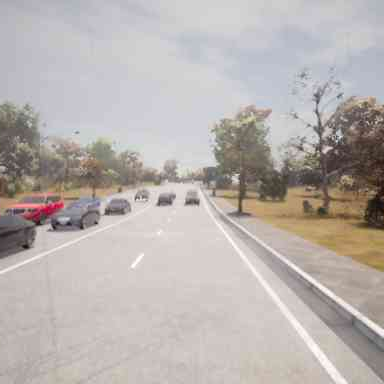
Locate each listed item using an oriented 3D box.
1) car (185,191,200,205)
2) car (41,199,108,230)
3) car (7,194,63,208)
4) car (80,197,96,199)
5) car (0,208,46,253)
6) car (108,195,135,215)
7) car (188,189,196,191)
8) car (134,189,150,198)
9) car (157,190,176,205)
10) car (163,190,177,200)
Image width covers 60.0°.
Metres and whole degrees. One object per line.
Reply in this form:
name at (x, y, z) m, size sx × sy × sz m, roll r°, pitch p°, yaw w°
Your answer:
car at (0.094, 0.929, 43.508) m, size 1.895 × 1.301 × 4.718 m, roll 0°, pitch 3°, yaw 0°
car at (-7.102, 1.419, 20.782) m, size 2.128 × 1.511 × 4.902 m, roll 0°, pitch 0°, yaw 0°
car at (-10.599, 1.141, 22.988) m, size 2.150 × 2.045 × 5.566 m, roll 0°, pitch 0°, yaw -1°
car at (-10.589, 1.272, 33.456) m, size 1.882 × 1.535 × 5.008 m, roll 0°, pitch 2°, yaw 0°
car at (-7.103, 1.485, 11.586) m, size 1.812 × 1.442 × 4.674 m, roll 0°, pitch 0°, yaw 0°
car at (-7.093, 1.331, 32.216) m, size 1.837 × 1.490 × 4.892 m, roll 0°, pitch 2°, yaw 0°
car at (-0.001, 0.309, 53.378) m, size 1.812 × 1.442 × 4.674 m, roll 0°, pitch 3°, yaw 0°
car at (-7.007, 0.339, 47.237) m, size 1.837 × 1.490 × 4.892 m, roll 0°, pitch 3°, yaw 0°
car at (-3.407, 0.861, 42.997) m, size 1.837 × 1.490 × 4.892 m, roll 0°, pitch 3°, yaw 0°
car at (-3.504, 0.409, 52.929) m, size 1.895 × 1.301 × 4.718 m, roll 0°, pitch 3°, yaw 0°
